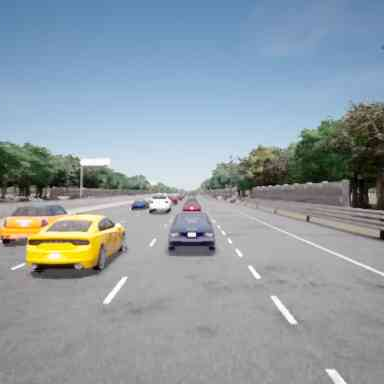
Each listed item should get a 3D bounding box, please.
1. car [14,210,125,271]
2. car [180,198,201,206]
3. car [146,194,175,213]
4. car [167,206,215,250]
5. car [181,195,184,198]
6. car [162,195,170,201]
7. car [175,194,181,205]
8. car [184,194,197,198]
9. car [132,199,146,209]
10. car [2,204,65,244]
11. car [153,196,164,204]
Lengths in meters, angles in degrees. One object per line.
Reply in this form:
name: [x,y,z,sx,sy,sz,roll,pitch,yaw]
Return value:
car: [-3.504,1.489,10.948,1.882,1.535,5.008,0,0,0]
car: [-0.013,1.604,35.546,1.994,1.385,4.181,0,0,0]
car: [-3.517,1.265,38.184,2.150,2.045,5.566,0,0,0]
car: [-0.007,1.562,14.305,2.033,1.411,5.357,0,0,0]
car: [-3.531,1.605,88.312,1.882,1.535,5.008,0,0,0]
car: [-7.031,1.610,90.888,1.882,1.535,5.008,0,0,0]
car: [-3.521,1.555,60.225,1.882,1.535,5.008,0,0,0]
car: [-0.022,1.576,64.447,2.128,1.511,4.902,0,0,0]
car: [-7.015,1.619,45.788,1.994,1.385,4.181,0,0,0]
car: [-7.005,1.368,16.005,2.097,1.767,4.553,0,0,0]
car: [-7.025,1.617,69.578,1.812,1.442,4.674,0,0,0]
